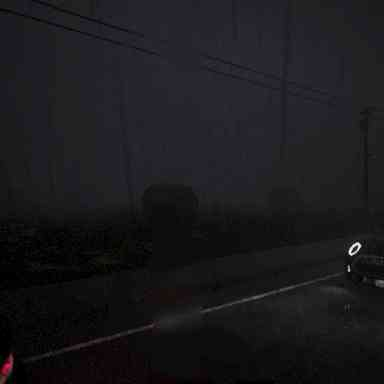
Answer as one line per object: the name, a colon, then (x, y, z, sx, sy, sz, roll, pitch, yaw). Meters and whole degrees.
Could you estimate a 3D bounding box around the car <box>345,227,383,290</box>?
car: (5.828, 1.349, 8.368, 4.553, 1.767, 2.097, 0, 0, -37)

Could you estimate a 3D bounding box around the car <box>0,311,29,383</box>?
car: (-3.429, 1.492, 1.445, 4.902, 1.511, 2.128, 0, 0, -37)
